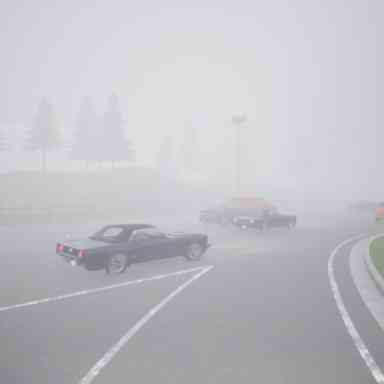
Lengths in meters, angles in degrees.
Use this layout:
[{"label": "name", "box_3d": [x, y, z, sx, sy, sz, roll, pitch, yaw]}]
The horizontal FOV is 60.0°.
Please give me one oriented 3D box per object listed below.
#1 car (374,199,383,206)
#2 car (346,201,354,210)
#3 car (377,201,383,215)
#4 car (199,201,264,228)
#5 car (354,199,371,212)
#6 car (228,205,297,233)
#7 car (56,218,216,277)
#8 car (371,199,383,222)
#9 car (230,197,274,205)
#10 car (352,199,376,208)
[{"label": "car", "box_3d": [37.810, 2.041, 65.543, 4.674, 1.442, 1.812, 0, -1, -42]}, {"label": "car", "box_3d": [24.409, 1.925, 48.492, 5.357, 1.411, 2.033, 0, -1, -42]}, {"label": "car", "box_3d": [22.893, 1.805, 37.654, 4.892, 1.490, 1.837, 0, 0, -42]}, {"label": "car", "box_3d": [2.625, 1.666, 23.956, 4.902, 1.511, 2.128, 0, -1, -42]}, {"label": "car", "box_3d": [22.933, 1.811, 42.420, 5.008, 1.535, 1.882, 0, -1, -42]}, {"label": "car", "box_3d": [4.696, 1.758, 21.107, 4.718, 1.301, 1.895, 0, -1, -42]}, {"label": "car", "box_3d": [-1.629, 1.675, 10.627, 4.718, 1.301, 1.895, 0, -1, -42]}, {"label": "car", "box_3d": [17.010, 1.571, 27.575, 4.553, 1.767, 2.097, 1, -1, -42]}, {"label": "car", "box_3d": [5.720, 1.455, 31.502, 5.566, 2.045, 2.150, 0, -1, -42]}, {"label": "car", "box_3d": [30.279, 1.949, 58.561, 4.902, 1.511, 2.128, 0, -1, -42]}]
